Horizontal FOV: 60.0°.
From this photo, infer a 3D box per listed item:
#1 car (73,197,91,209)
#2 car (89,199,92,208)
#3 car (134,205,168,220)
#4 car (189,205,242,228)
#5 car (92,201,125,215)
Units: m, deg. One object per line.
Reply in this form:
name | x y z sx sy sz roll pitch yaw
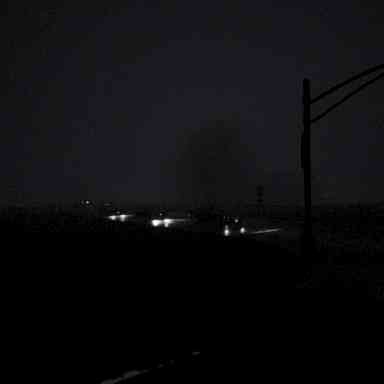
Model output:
car | -20.425 2.028 62.250 2.150 2.045 5.566 -1 0 -36
car | -14.369 2.153 53.812 2.128 1.511 4.902 -1 0 -35
car | -4.168 1.981 33.243 1.994 1.385 4.181 -1 0 -37
car | 1.662 1.771 25.126 2.128 1.511 4.902 -1 0 -36
car | -10.315 2.110 41.843 2.033 1.411 5.357 -1 0 -35
